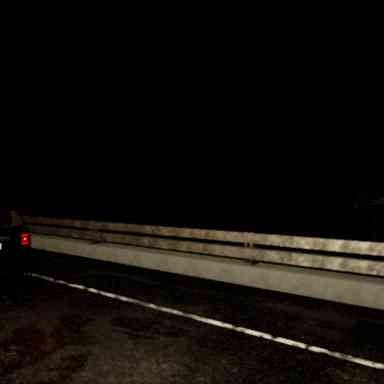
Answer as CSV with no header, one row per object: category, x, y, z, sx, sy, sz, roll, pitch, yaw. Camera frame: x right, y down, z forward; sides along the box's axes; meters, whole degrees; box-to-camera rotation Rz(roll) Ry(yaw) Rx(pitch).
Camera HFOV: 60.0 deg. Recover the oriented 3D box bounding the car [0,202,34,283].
car,-6.313,1.253,8.514,5.566,2.045,2.150,0,0,36
